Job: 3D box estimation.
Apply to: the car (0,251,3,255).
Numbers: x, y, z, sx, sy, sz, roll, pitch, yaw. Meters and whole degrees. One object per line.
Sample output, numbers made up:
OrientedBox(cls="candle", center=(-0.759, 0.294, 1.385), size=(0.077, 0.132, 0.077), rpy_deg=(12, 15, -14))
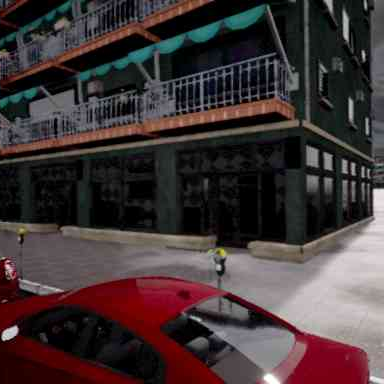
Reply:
OrientedBox(cls="car", center=(-5.266, 1.511, 6.629), size=(4.097, 1.590, 1.967), rpy_deg=(-1, -1, 35))

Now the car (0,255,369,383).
OrientedBox(cls="car", center=(-0.675, 1.566, 3.357), size=(4.507, 1.381, 1.887), rpy_deg=(-1, -1, 35))
